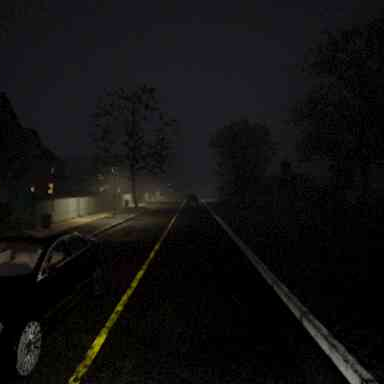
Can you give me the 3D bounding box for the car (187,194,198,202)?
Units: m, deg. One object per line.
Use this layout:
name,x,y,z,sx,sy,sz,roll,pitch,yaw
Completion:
car,0.024,1.065,63.622,1.994,1.385,4.181,0,0,0

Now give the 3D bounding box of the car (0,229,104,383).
car,-2.841,1.447,5.467,2.128,1.511,4.902,0,0,0

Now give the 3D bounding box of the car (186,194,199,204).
car,0.020,1.086,53.193,1.837,1.490,4.892,0,0,0
